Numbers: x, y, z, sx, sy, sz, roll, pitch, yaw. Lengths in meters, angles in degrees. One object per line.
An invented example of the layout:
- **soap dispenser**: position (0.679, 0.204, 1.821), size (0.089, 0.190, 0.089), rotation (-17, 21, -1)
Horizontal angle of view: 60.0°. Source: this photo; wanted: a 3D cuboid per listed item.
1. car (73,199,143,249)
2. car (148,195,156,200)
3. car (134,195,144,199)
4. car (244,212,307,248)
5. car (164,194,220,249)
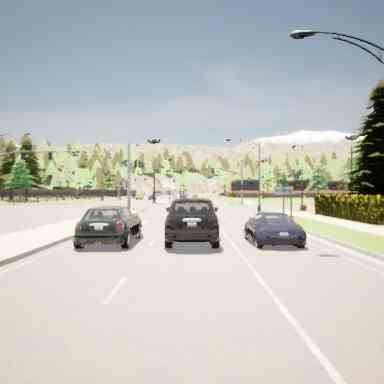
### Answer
- **car**: position (-3.500, 1.363, 14.620), size (2.097, 1.767, 4.553), rotation (0, 0, 0)
- **car**: position (-10.643, 1.486, 88.585), size (1.837, 1.490, 4.892), rotation (0, 0, 1)
- **car**: position (-14.142, 1.464, 88.639), size (1.882, 1.535, 5.008), rotation (0, 0, 1)
- **car**: position (3.500, 1.570, 14.650), size (1.994, 1.385, 4.181), rotation (0, 0, 0)
- **car**: position (0.000, 1.255, 14.680), size (2.150, 2.045, 5.566), rotation (0, 0, 0)
